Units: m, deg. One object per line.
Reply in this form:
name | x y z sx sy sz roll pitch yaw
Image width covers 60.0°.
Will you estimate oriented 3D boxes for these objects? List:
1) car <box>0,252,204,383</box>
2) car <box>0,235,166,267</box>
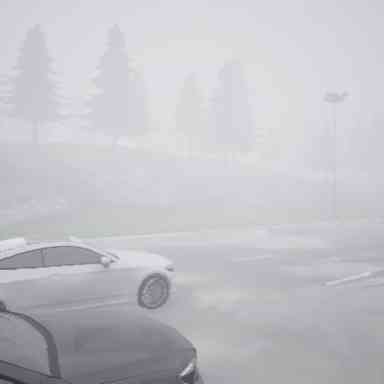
car | -2.049 1.519 2.285 4.674 1.442 1.812 1 0 -35
car | -2.498 1.545 6.263 4.674 1.442 1.812 1 0 -35
